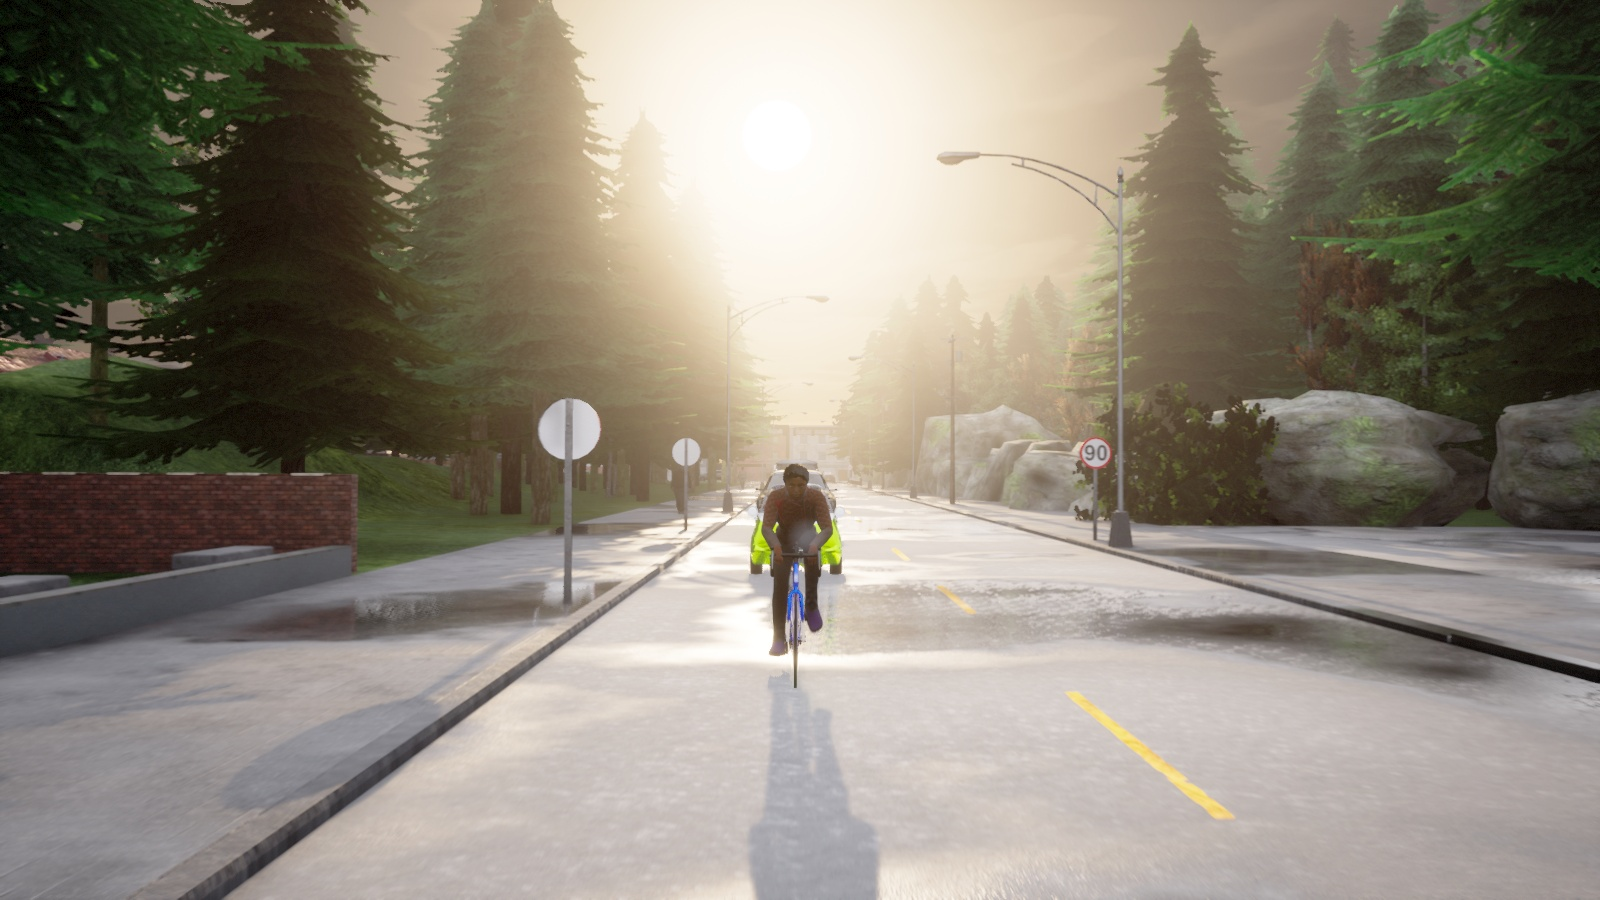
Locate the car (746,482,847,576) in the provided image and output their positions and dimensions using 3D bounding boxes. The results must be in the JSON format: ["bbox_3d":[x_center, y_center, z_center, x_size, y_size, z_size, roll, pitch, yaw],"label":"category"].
[{"bbox_3d":[-0.049,1.197,19.602,1.481,1.376,2.207,0,-1,0],"label":"car"}]

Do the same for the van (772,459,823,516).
[{"bbox_3d":[-0.104,1.335,45.965,1.775,1.987,4.442,0,-1,0],"label":"van"}]

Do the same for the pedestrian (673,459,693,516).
[{"bbox_3d":[-3.883,1.237,41.650,0.634,1.844,0.899,0,-1,-8],"label":"pedestrian"}]

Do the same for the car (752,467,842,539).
[{"bbox_3d":[-0.078,1.267,31.065,2.033,1.649,4.856,0,-1,0],"label":"car"}]

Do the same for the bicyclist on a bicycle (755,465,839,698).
[{"bbox_3d":[-0.024,0.928,9.582,0.582,1.620,1.656,0,-1,0],"label":"bicyclist on a bicycle"}]
